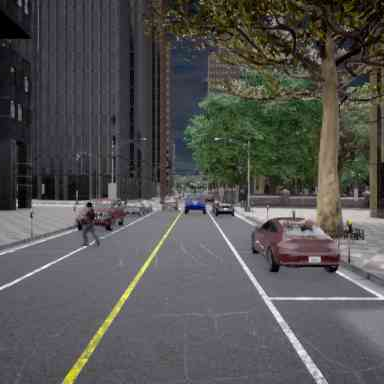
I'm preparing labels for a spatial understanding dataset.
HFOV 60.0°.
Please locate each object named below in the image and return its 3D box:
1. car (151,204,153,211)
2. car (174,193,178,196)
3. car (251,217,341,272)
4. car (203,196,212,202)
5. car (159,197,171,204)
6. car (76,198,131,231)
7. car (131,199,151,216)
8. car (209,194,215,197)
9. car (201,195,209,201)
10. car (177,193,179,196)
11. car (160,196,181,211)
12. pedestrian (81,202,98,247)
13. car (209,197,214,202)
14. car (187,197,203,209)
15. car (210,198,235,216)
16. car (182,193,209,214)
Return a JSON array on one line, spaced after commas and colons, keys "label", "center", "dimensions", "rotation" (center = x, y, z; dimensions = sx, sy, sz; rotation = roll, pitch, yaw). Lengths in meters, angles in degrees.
[{"label": "car", "center": [-5.436, 1.532, 37.303], "dimensions": [1.752, 1.417, 4.829], "rotation": [0, 0, 1]}, {"label": "car", "center": [-5.059, 1.599, 80.507], "dimensions": [2.008, 1.369, 4.403], "rotation": [0, 0, 1]}, {"label": "car", "center": [3.092, 1.527, 10.624], "dimensions": [1.812, 1.442, 4.674], "rotation": [0, 0, 1]}, {"label": "car", "center": [3.419, 1.607, 74.984], "dimensions": [1.947, 1.339, 4.313], "rotation": [0, 0, 1]}, {"label": "car", "center": [-5.202, 1.591, 64.137], "dimensions": [1.947, 1.339, 4.313], "rotation": [0, 0, 1]}, {"label": "car", "center": [-5.579, 1.317, 20.936], "dimensions": [2.192, 1.841, 5.009], "rotation": [0, 0, 1]}, {"label": "car", "center": [-5.483, 1.556, 31.961], "dimensions": [2.008, 1.369, 4.403], "rotation": [0, 0, 1]}, {"label": "car", "center": [3.323, 1.341, 64.072], "dimensions": [2.192, 1.841, 5.009], "rotation": [0, 0, 1]}, {"label": "car", "center": [3.562, 1.504, 91.353], "dimensions": [1.967, 1.590, 4.097], "rotation": [0, 0, 1]}, {"label": "car", "center": [-5.011, 1.638, 85.964], "dimensions": [1.802, 1.307, 4.206], "rotation": [0, 0, 1]}, {"label": "car", "center": [-2.643, 1.537, 41.070], "dimensions": [1.812, 1.442, 4.674], "rotation": [0, 0, 1]}, {"label": "pedestrian", "center": [-4.154, 1.295, 13.525], "dimensions": [0.375, 1.860, 0.375], "rotation": [0, 0, 1]}, {"label": "car", "center": [3.090, 1.558, 37.408], "dimensions": [2.008, 1.369, 4.403], "rotation": [0, 0, 1]}, {"label": "car", "center": [0.472, 1.532, 48.235], "dimensions": [2.128, 1.511, 4.902], "rotation": [1, 0, 3]}, {"label": "car", "center": [3.042, 1.571, 31.895], "dimensions": [1.947, 1.339, 4.313], "rotation": [0, 0, 1]}, {"label": "car", "center": [0.383, 1.228, 35.418], "dimensions": [2.150, 2.045, 5.566], "rotation": [0, 0, 2]}]
